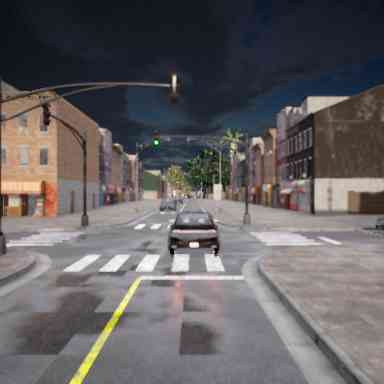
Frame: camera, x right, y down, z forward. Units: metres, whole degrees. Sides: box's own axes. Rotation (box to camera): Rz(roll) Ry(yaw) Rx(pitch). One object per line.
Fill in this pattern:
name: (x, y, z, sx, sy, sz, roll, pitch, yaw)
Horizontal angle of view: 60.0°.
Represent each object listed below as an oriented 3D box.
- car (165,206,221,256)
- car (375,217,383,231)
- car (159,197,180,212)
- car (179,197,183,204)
car: (0.077, 1.522, 13.323, 2.128, 1.511, 4.902, 0, 0, 0)
car: (12.249, 1.555, 17.949, 4.403, 1.369, 2.008, 0, 0, 0)
car: (-2.859, 1.671, 40.619, 1.994, 1.385, 4.181, 0, 0, 0)
car: (-2.768, 1.766, 68.243, 2.033, 1.411, 5.357, 0, 0, -1)
